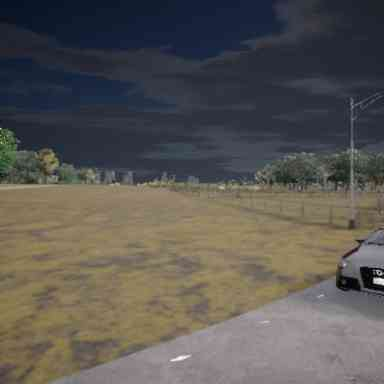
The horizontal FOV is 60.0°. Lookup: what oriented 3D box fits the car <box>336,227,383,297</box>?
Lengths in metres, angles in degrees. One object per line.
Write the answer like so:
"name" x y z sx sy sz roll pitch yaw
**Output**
"car" 5.063 1.558 7.961 1.994 1.385 4.181 0 0 43
